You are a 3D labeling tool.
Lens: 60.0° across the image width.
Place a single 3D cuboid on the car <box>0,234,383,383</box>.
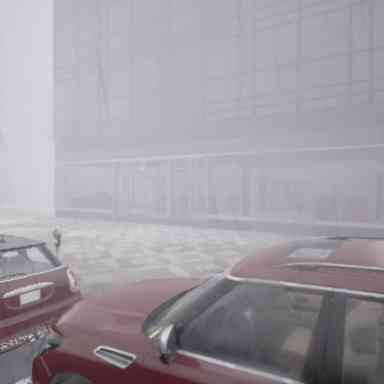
[{"bbox_3d":[1.033,1.290,2.406,5.009,1.841,2.192,0,1,32],"label":"car"}]
